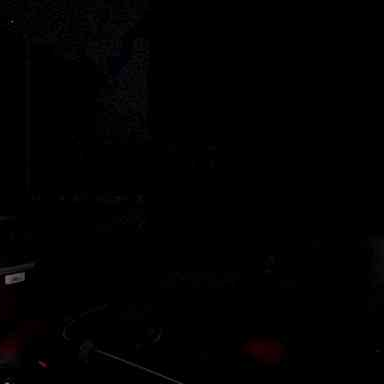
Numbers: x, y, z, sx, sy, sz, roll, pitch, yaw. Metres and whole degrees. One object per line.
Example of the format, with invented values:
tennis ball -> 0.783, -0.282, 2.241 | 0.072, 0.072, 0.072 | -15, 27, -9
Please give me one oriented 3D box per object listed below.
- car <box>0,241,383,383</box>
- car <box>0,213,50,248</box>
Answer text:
car -> -0.033, 1.440, 2.985 | 4.097, 1.590, 1.967 | 0, 0, 35
car -> -4.463, 1.315, 6.138 | 5.009, 1.841, 2.192 | 0, 0, 35
